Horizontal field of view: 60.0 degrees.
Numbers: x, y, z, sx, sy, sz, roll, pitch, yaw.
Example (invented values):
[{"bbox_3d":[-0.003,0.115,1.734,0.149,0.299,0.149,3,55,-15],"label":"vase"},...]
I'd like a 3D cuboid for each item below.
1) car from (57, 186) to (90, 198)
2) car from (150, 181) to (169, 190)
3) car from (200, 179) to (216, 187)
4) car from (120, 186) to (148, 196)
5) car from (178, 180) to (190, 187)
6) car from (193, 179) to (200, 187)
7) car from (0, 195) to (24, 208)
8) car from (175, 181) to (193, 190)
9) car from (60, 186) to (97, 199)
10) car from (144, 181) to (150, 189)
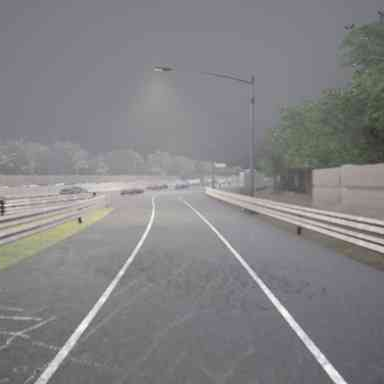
[{"bbox_3d":[-16.706,-0.052,47.354,1.837,1.490,4.892,0,3,17],"label":"car"},{"bbox_3d":[-6.347,-1.094,69.018,1.812,1.442,4.674,0,3,17],"label":"car"},{"bbox_3d":[4.478,-2.408,92.314,2.097,1.767,4.553,0,3,17],"label":"car"},{"bbox_3d":[-8.759,-0.103,49.365,1.895,1.301,4.718,0,3,17],"label":"car"},{"bbox_3d":[-2.208,-2.455,94.388,2.097,1.767,4.553,0,3,17],"label":"car"},{"bbox_3d":[1.155,-2.194,93.423,1.895,1.301,4.718,0,3,17],"label":"car"},{"bbox_3d":[-15.786,0.921,26.636,1.812,1.442,4.674,0,3,17],"label":"car"},{"bbox_3d":[-1.996,-1.275,71.238,1.882,1.535,5.008,0,3,17],"label":"car"},{"bbox_3d":[-14.358,0.223,43.101,1.895,1.301,4.718,0,3,17],"label":"car"},{"bbox_3d":[-8.434,-1.285,74.116,1.994,1.385,4.181,0,3,17],"label":"car"}]
